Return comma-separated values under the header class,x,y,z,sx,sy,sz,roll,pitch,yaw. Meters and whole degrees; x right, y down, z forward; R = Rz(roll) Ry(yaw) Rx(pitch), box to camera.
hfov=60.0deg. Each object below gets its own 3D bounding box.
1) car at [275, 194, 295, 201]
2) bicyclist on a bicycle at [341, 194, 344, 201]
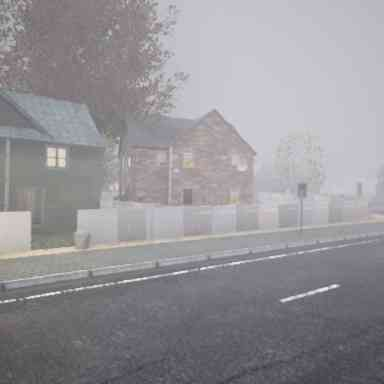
class,x,y,z,sx,sy,sz,roll,pitch,yaw
car,12.913,1.054,44.132,2.128,1.511,4.902,1,0,-20
bicyclist on a bicycle,19.507,1.037,43.136,1.656,1.620,0.582,1,0,-20
